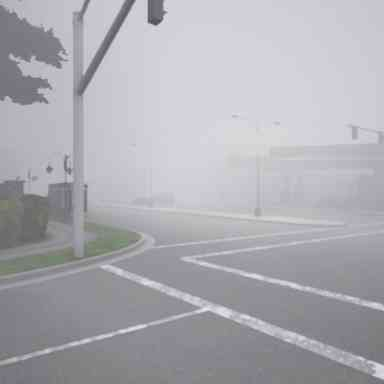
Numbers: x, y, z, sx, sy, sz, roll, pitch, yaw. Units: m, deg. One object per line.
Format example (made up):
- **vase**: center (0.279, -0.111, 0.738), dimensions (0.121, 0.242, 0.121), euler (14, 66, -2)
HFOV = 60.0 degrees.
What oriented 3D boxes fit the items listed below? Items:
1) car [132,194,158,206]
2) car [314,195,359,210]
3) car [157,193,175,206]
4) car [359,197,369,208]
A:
- **car**: center (-7.858, 1.442, 53.041), dimensions (1.882, 1.535, 5.008), euler (0, 0, -35)
- **car**: center (17.128, 1.241, 40.429), dimensions (2.242, 1.667, 4.611), euler (0, 0, -35)
- **car**: center (-5.010, 1.181, 55.076), dimensions (2.150, 2.045, 5.566), euler (0, 0, -35)
- **car**: center (21.393, 1.393, 44.352), dimensions (1.970, 1.475, 3.806), euler (0, 0, -35)
